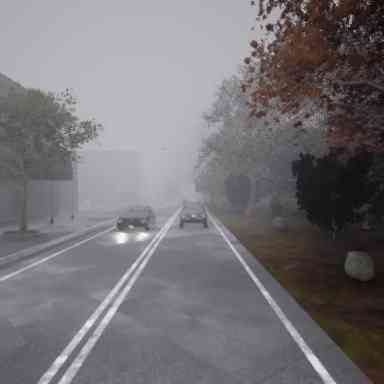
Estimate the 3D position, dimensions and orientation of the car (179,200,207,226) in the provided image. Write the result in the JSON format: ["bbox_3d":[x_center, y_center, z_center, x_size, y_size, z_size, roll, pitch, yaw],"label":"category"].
[{"bbox_3d":[0.096,1.526,22.946,2.033,1.411,5.357,0,0,0],"label":"car"}]

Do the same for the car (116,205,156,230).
[{"bbox_3d":[-3.353,1.528,20.993,2.033,1.411,5.357,0,0,0],"label":"car"}]

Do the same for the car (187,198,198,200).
[{"bbox_3d":[0.123,1.531,41.683,1.882,1.535,5.008,0,0,0],"label":"car"}]
